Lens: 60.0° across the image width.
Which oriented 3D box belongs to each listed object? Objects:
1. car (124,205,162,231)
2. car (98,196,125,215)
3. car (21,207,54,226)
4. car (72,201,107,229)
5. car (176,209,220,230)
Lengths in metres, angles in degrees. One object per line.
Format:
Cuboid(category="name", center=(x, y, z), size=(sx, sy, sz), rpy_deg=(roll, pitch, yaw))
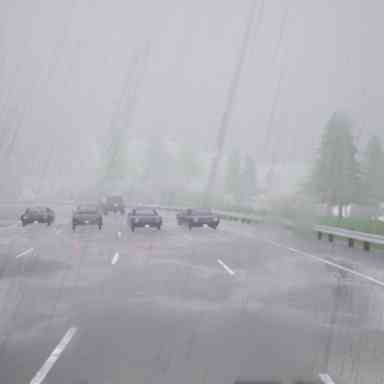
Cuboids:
Cuboid(category="car", center=(-3.261, 1.755, 22.092), size=(1.895, 1.301, 4.718), rpy_deg=(0, 0, -15))
Cuboid(category="car", center=(-9.146, 1.483, 37.381), size=(2.150, 2.045, 5.566), rpy_deg=(0, 0, -26))
Cuboid(category="car", center=(-11.442, 1.778, 24.938), size=(1.895, 1.301, 4.718), rpy_deg=(0, 0, -19))
Cuboid(category="car", center=(-7.220, 1.654, 22.976), size=(2.128, 1.511, 4.902), rpy_deg=(0, 0, -17))
Cuboid(category="car", center=(0.242, 1.756, 22.470), size=(1.895, 1.301, 4.718), rpy_deg=(0, 0, -15))
